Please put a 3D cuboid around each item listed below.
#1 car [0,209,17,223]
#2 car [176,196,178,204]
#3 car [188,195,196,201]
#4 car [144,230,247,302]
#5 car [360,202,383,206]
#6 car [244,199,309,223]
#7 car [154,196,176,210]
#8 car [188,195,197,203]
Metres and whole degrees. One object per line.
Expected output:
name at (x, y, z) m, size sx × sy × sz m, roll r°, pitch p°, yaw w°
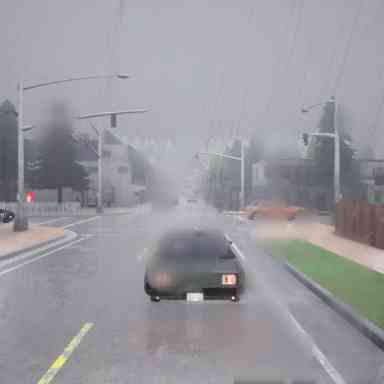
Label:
car at (-14.745, 1.579, 23.459) m, size 4.181 × 1.385 × 1.994 m, roll 0°, pitch 0°, yaw 0°
car at (-3.551, 1.526, 52.229) m, size 1.812 × 1.442 × 4.674 m, roll 0°, pitch 0°, yaw 0°
car at (0.067, 1.478, 81.475) m, size 1.882 × 1.535 × 5.008 m, roll 0°, pitch 0°, yaw 0°
car at (0.075, 1.601, 8.208) m, size 1.895 × 1.301 × 4.718 m, roll 0°, pitch 0°, yaw 0°
car at (15.323, 1.582, 29.261) m, size 4.718 × 1.301 × 1.895 m, roll 0°, pitch 0°, yaw -8°
car at (6.236, 1.335, 24.680) m, size 4.553 × 1.767 × 2.097 m, roll 0°, pitch 0°, yaw -3°
car at (-3.564, 1.352, 41.994) m, size 2.097 × 1.767 × 4.553 m, roll 0°, pitch 0°, yaw 0°
car at (0.061, 1.595, 71.439) m, size 1.895 × 1.301 × 4.718 m, roll 0°, pitch 0°, yaw 0°
